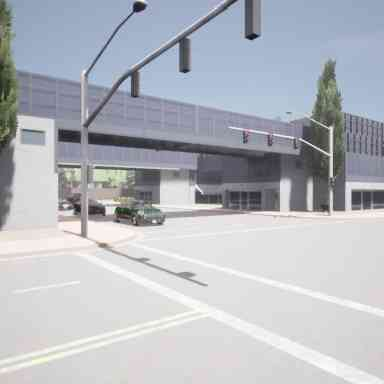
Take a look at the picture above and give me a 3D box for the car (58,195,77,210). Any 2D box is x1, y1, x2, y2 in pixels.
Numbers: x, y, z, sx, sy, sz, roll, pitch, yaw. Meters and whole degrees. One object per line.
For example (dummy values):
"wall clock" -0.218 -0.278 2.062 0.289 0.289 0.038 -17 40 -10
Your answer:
"car" -15.927 1.490 40.261 2.128 1.511 4.902 0 0 -36

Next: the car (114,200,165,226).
"car" -3.771 1.352 23.552 2.097 1.767 4.553 0 0 -36

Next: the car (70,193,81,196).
"car" -20.707 1.221 59.043 2.150 2.045 5.566 0 0 -36

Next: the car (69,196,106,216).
"car" -9.929 1.478 32.011 1.882 1.535 5.008 0 0 -36
